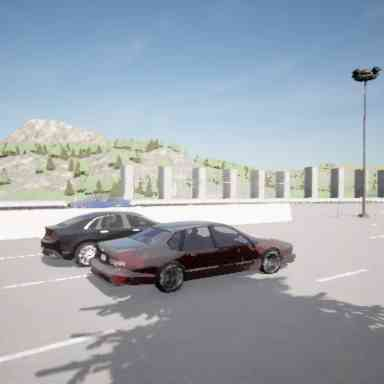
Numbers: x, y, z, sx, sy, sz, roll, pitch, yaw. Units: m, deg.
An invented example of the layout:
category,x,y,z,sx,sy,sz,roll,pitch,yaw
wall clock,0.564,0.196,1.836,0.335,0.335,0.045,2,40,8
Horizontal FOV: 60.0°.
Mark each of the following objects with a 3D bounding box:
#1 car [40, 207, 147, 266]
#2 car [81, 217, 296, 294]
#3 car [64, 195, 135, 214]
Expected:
category,x,y,z,sx,sy,sz,roll,pitch,yaw
car,-2.222,1.363,10.777,4.892,1.490,1.837,0,0,-34
car,0.211,1.449,8.511,5.357,1.411,2.033,0,1,-32
car,-7.775,0.966,28.188,5.357,1.411,2.033,0,1,-33
